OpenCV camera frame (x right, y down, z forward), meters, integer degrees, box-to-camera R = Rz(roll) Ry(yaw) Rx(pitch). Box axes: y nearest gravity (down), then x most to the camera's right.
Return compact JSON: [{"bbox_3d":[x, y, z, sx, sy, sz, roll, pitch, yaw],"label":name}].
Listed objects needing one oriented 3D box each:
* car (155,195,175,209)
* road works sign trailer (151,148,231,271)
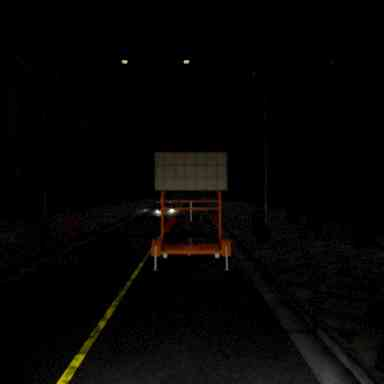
[{"bbox_3d":[-3.220,1.146,40.514,2.097,1.767,4.553,0,0,0],"label":"car"},{"bbox_3d":[-0.029,0.404,10.660,2.380,3.560,2.880,0,0,0],"label":"road works sign trailer"}]
